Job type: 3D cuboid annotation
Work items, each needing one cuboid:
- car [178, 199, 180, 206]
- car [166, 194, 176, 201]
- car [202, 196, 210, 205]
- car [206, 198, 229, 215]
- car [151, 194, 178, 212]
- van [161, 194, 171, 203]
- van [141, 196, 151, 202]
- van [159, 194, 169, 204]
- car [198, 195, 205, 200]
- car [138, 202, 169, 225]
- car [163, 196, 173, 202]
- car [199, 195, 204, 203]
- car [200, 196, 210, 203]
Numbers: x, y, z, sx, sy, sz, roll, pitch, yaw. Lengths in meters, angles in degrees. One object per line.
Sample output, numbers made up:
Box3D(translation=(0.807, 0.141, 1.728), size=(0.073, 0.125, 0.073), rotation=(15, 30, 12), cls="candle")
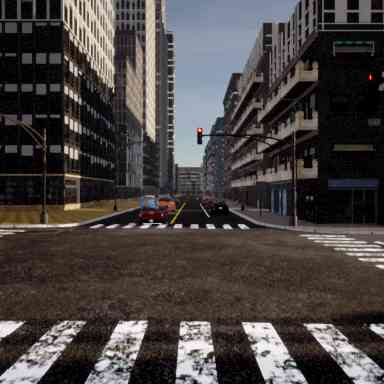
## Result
Box3D(translation=(-3.024, 1.609, 54.456), size=(1.895, 1.301, 4.718), rotation=(0, 0, 0), cls="car")
Box3D(translation=(-5.609, 1.337, 89.012), size=(2.192, 1.841, 5.009), rotation=(0, 0, 0), cls="car")
Box3D(translation=(2.729, 1.550, 43.769), size=(1.887, 1.381, 4.507), rotation=(0, 0, 0), cls="car")
Box3D(translation=(2.720, 1.568, 33.802), size=(1.947, 1.339, 4.313), rotation=(0, 0, 0), cls="car")
Box3D(translation=(-3.064, 1.355, 37.937), size=(2.097, 1.767, 4.553), rotation=(0, 0, 0), cls="car")
Box3D(translation=(-5.625, 1.355, 72.048), size=(1.690, 1.788, 3.998), rotation=(0, 0, 0), cls="van")
Box3D(translation=(-5.652, 1.346, 43.777), size=(1.690, 1.788, 3.998), rotation=(0, 0, 0), cls="van")
Box3D(translation=(-5.631, 1.353, 66.394), size=(1.690, 1.788, 3.998), rotation=(0, 0, 0), cls="van")
Box3D(translation=(2.777, 1.590, 94.658), size=(1.947, 1.339, 4.313), rotation=(0, 0, 0), cls="car")
Box3D(translation=(-2.812, 1.599, 23.994), size=(1.895, 1.301, 4.718), rotation=(0, 0, -4), cls="car")
Box3D(translation=(-5.619, 1.567, 77.702), size=(2.008, 1.369, 4.403), rotation=(0, 0, 0), cls="car")
Box3D(translation=(2.745, 1.561, 60.732), size=(2.008, 1.369, 4.403), rotation=(0, 0, 0), cls="car")
Box3D(translation=(2.756, 1.559, 72.040), size=(1.887, 1.381, 4.507), rotation=(0, 0, 0), cls="car")
